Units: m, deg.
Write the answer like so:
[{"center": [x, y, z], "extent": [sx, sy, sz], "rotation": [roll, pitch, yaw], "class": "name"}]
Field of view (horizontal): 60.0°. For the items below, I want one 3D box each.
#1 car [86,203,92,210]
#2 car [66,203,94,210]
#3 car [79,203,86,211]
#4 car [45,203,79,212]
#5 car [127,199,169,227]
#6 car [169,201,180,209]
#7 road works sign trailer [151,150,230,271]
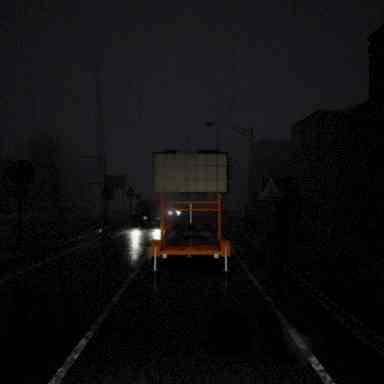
[{"center": [-21.887, 2.706, 61.889], "extent": [5.008, 1.535, 2.097], "rotation": [0, -1, 0], "class": "car"}, {"center": [-21.870, 2.823, 65.036], "extent": [4.674, 1.452, 2.002], "rotation": [0, -1, 0], "class": "car"}, {"center": [-21.884, 2.627, 58.617], "extent": [4.892, 1.521, 2.231], "rotation": [0, -1, 0], "class": "car"}, {"center": [-21.895, 2.585, 55.341], "extent": [4.674, 1.452, 2.002], "rotation": [0, -1, 0], "class": "car"}, {"center": [-3.342, 1.597, 26.540], "extent": [2.150, 2.045, 5.566], "rotation": [0, -2, 0], "class": "car"}, {"center": [-3.180, 2.834, 60.962], "extent": [1.895, 1.301, 4.718], "rotation": [0, -1, 0], "class": "car"}, {"center": [-0.038, 0.451, 10.772], "extent": [2.380, 3.560, 2.880], "rotation": [0, -1, 0], "class": "road works sign trailer"}]
